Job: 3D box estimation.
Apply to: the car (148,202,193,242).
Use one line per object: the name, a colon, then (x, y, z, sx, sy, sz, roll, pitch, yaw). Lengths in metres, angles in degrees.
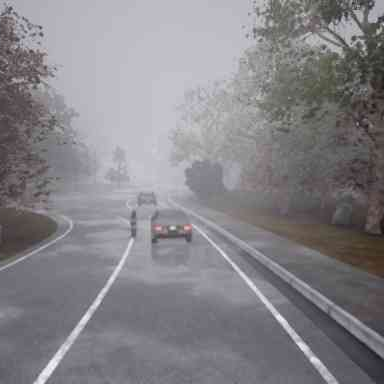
car: (-1.098, 1.467, 16.177, 2.033, 1.411, 5.357, -1, 1, -7)

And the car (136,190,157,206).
car: (-4.696, 0.519, 34.341, 2.128, 1.511, 4.902, -1, 4, -12)
